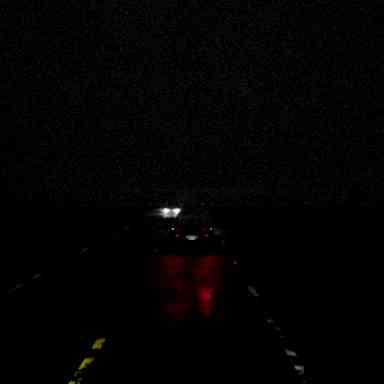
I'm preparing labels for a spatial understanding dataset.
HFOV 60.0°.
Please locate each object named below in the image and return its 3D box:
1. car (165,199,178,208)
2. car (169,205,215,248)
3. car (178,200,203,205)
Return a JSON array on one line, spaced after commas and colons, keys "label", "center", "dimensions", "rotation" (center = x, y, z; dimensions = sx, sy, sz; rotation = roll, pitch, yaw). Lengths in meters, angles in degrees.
[{"label": "car", "center": [-2.750, 1.611, 47.625], "dimensions": [1.895, 1.301, 4.718], "rotation": [0, 0, 0]}, {"label": "car", "center": [0.000, 1.524, 14.653], "dimensions": [1.812, 1.442, 4.674], "rotation": [0, 0, 0]}, {"label": "car", "center": [0.000, 1.463, 29.654], "dimensions": [1.882, 1.535, 5.008], "rotation": [0, 0, 0]}]
